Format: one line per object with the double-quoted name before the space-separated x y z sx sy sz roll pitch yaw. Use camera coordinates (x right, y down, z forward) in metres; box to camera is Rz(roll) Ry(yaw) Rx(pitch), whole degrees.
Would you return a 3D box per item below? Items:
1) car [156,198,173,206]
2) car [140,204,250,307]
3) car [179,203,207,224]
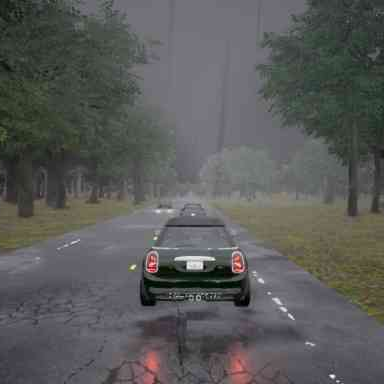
"car" -3.621 1.556 44.644 1.837 1.490 4.892 0 -1 0
"car" 0.088 1.352 8.158 2.097 1.767 4.553 0 0 1
"car" 0.071 1.568 25.441 1.994 1.385 4.181 0 0 0
